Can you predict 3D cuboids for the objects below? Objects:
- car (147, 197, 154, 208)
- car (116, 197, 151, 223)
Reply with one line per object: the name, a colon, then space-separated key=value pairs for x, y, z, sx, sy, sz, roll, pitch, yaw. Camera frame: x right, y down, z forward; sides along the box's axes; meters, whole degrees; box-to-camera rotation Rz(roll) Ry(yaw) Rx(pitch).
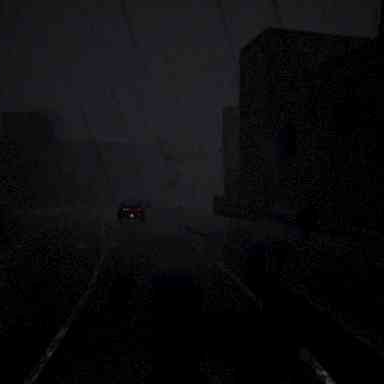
car: x=-6.036 y=1.354 z=41.612 sx=1.812 sy=1.442 sz=4.674 roll=0 pitch=0 yaw=3
car: x=-4.564 y=1.372 z=24.879 sx=2.128 sy=1.511 sz=4.902 roll=-2 pitch=1 yaw=-12
